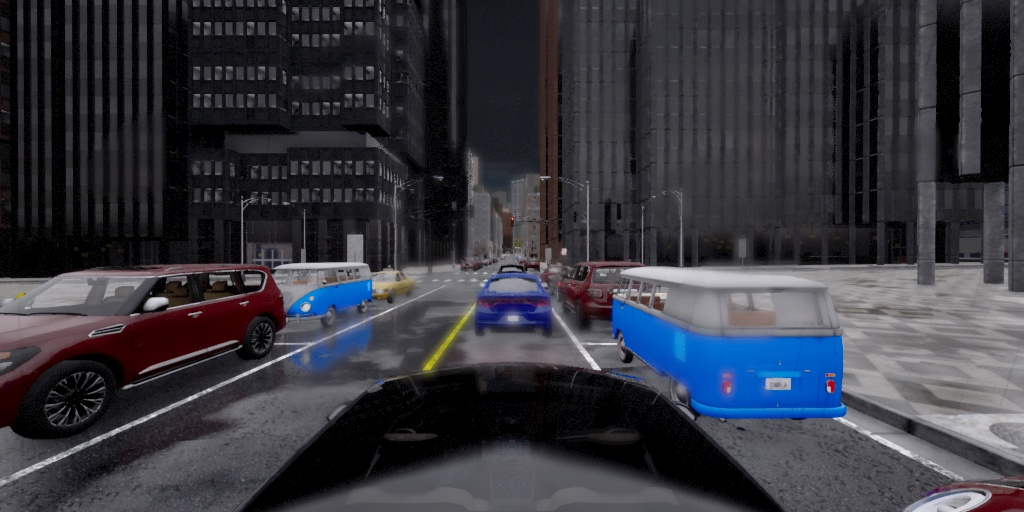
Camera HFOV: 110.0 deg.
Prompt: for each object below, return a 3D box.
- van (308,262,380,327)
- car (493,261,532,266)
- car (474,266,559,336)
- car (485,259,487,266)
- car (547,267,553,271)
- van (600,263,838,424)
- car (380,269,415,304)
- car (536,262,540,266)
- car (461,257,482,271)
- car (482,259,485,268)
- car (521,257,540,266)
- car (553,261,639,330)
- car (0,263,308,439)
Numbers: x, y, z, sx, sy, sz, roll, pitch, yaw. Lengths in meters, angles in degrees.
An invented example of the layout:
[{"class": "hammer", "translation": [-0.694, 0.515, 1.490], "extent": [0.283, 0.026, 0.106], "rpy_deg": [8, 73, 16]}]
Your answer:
[{"class": "van", "translation": [-5.765, 1.091, 11.109], "extent": [1.690, 1.789, 3.998], "rpy_deg": [0, 0, 0]}, {"class": "car", "translation": [0.000, 1.257, 20.756], "extent": [1.837, 1.490, 4.892], "rpy_deg": [0, 0, 0]}, {"class": "car", "translation": [0.058, 1.228, 10.385], "extent": [1.882, 1.535, 5.008], "rpy_deg": [0, 0, 1]}, {"class": "car", "translation": [-5.764, 1.348, 60.483], "extent": [1.948, 1.339, 4.313], "rpy_deg": [0, 0, 0]}, {"class": "car", "translation": [2.764, 1.301, 16.622], "extent": [2.007, 1.370, 4.403], "rpy_deg": [0, 0, 0]}, {"class": "van", "translation": [2.767, 1.090, 5.571], "extent": [1.690, 1.789, 3.998], "rpy_deg": [0, 0, 0]}, {"class": "car", "translation": [-5.764, 1.276, 16.463], "extent": [1.751, 1.417, 4.829], "rpy_deg": [0, 0, 0]}, {"class": "car", "translation": [2.763, 1.297, 22.147], "extent": [1.888, 1.381, 4.507], "rpy_deg": [0, 0, 0]}, {"class": "car", "translation": [-5.764, 1.084, 49.197], "extent": [2.192, 1.841, 5.009], "rpy_deg": [0, 0, 0]}, {"class": "car", "translation": [-5.764, 1.090, 54.840], "extent": [2.192, 1.841, 5.009], "rpy_deg": [0, 0, 0]}, {"class": "car", "translation": [2.762, 1.084, 49.188], "extent": [2.192, 1.841, 5.009], "rpy_deg": [0, 0, 0]}, {"class": "car", "translation": [2.765, 1.064, 11.097], "extent": [2.192, 1.841, 5.009], "rpy_deg": [0, 0, 0]}, {"class": "car", "translation": [-5.765, 1.064, 5.584], "extent": [2.192, 1.841, 5.009], "rpy_deg": [0, 0, 0]}]
